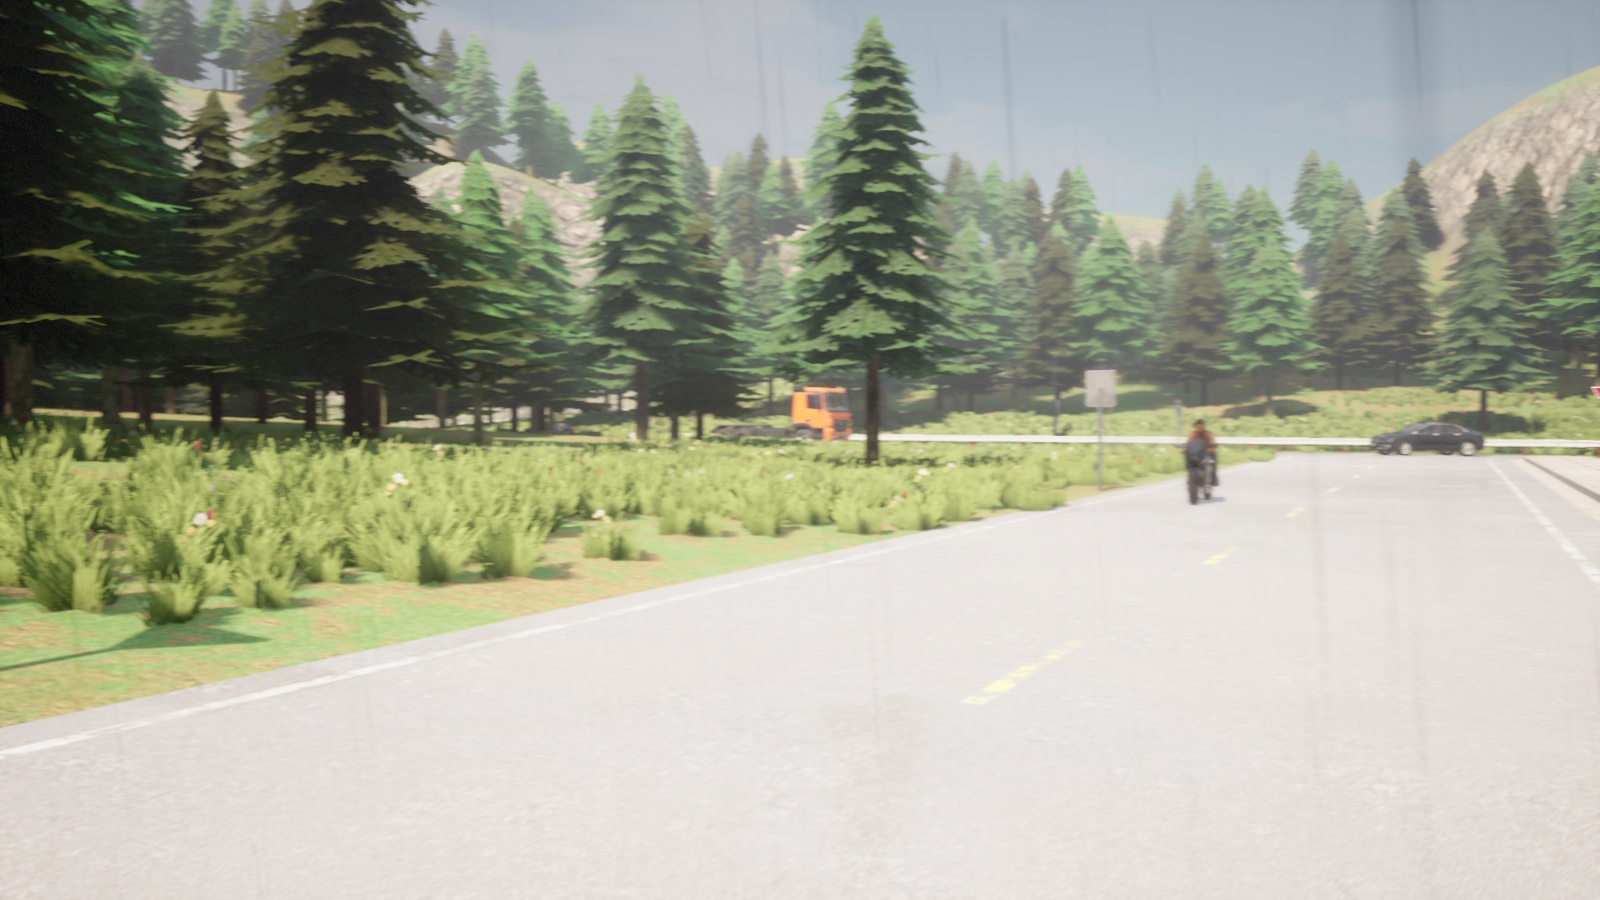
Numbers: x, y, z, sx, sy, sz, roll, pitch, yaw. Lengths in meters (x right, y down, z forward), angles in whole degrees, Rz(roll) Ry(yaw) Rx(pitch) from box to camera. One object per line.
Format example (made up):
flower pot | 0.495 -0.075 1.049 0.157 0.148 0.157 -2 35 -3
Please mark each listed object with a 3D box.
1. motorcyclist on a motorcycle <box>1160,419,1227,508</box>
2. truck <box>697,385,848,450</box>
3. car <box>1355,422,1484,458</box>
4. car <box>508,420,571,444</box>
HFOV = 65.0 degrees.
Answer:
motorcyclist on a motorcycle | 7.102 0.205 22.584 0.797 1.523 2.044 1 2 27
truck | -1.539 -1.814 69.513 7.936 3.462 2.891 1 2 27
car | 27.713 -0.445 56.250 4.892 1.490 1.837 1 0 -3
car | -16.848 -1.160 81.286 3.633 1.501 1.845 1 2 27
